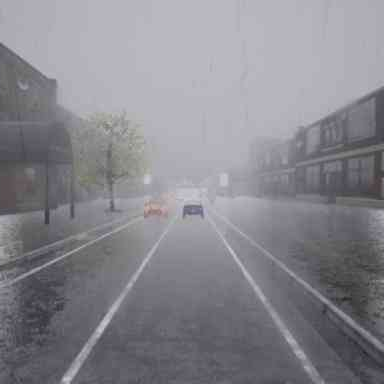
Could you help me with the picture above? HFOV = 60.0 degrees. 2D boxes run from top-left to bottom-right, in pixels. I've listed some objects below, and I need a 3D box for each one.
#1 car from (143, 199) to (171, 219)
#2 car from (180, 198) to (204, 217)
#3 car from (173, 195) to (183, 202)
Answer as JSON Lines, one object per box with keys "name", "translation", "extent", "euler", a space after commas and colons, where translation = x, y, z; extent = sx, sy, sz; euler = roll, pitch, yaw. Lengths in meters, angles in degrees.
{"name": "car", "translation": [-3.094, 1.402, 29.967], "extent": [2.097, 1.767, 4.553], "euler": [0, 0, 0]}
{"name": "car", "translation": [0.101, 1.532, 31.855], "extent": [1.882, 1.535, 5.008], "euler": [0, 0, 0]}
{"name": "car", "translation": [-2.999, 1.318, 70.630], "extent": [1.882, 1.535, 5.008], "euler": [0, 0, 0]}
